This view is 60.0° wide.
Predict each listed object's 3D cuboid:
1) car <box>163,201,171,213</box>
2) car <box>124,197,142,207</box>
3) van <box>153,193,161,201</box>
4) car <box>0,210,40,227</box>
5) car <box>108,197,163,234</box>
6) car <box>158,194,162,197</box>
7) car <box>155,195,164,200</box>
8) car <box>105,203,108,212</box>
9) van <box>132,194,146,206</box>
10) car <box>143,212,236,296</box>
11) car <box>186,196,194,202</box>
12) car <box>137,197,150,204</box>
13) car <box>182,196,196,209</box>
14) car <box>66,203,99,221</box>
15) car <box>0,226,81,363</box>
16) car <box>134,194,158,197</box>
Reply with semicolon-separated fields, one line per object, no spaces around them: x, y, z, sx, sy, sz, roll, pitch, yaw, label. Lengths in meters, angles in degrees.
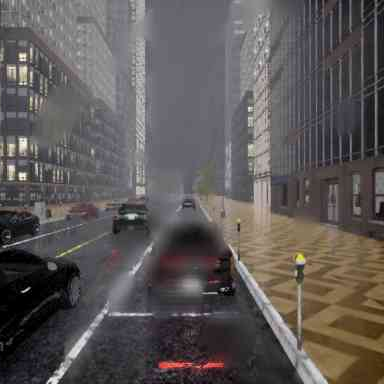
-3.119;1.537;32.220;2.033;1.411;5.357;0;0;1;car
-8.832;1.523;49.953;1.887;1.381;4.507;0;0;0;car
-8.831;1.285;84.106;1.690;1.788;3.998;0;0;0;van
-8.833;1.563;15.800;1.947;1.339;4.313;0;0;0;car
-3.100;1.348;19.289;2.097;1.767;4.553;0;0;1;car
-8.832;1.391;78.413;1.967;1.590;4.097;0;0;0;car
-8.832;1.504;89.799;1.947;1.339;4.313;0;0;0;car
-8.833;1.537;38.569;2.008;1.369;4.403;0;0;0;car
-8.832;1.315;55.646;1.690;1.788;3.998;0;0;0;van
0.000;1.503;8.649;1.837;1.490;4.892;0;0;0;car
-0.452;1.533;78.399;1.802;1.307;4.206;0;0;0;car
-8.832;1.550;61.338;1.802;1.307;4.206;0;0;0;car
-0.452;1.548;44.248;1.947;1.339;4.313;0;0;0;car
-8.832;1.575;27.183;1.802;1.307;4.206;0;0;0;car
-3.145;1.525;4.841;1.812;1.442;4.674;0;0;0;car
-6.191;1.333;44.277;2.097;1.767;4.553;0;0;0;car
